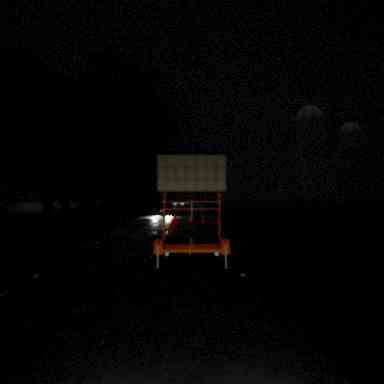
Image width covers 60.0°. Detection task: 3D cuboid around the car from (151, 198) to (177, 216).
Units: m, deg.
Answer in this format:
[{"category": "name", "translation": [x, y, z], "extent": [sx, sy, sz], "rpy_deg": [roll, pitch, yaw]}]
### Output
[{"category": "car", "translation": [-2.856, 1.544, 32.489], "extent": [1.994, 1.385, 4.181], "rpy_deg": [0, 0, 0]}]

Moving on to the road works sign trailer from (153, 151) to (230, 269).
[{"category": "road works sign trailer", "translation": [-0.003, 0.443, 11.076], "extent": [2.380, 3.560, 2.880], "rpy_deg": [0, 0, 0]}]

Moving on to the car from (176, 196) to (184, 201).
[{"category": "car", "translation": [-2.771, 1.667, 73.650], "extent": [1.812, 1.442, 4.674], "rpy_deg": [0, 0, 0]}]
